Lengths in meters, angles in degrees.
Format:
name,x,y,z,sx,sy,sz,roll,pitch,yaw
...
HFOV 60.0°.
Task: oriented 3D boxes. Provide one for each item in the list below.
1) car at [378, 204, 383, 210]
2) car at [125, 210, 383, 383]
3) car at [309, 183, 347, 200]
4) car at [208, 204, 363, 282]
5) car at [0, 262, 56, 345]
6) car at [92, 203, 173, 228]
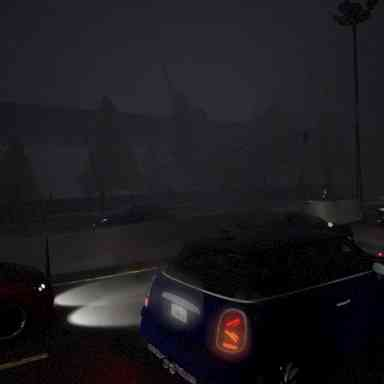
name,x,y,z,sx,sy,sz,roll,pitch,yaw
car,10.679,0.865,15.816,4.902,1.511,2.128,-4,2,-36
car,1.581,1.313,4.907,4.553,1.767,2.097,-1,1,-36
car,14.856,-0.106,36.386,4.553,1.767,2.097,-4,2,-36
car,3.058,1.321,10.295,5.008,1.535,1.882,-3,1,-36
car,-4.314,1.565,4.975,4.181,1.385,1.994,0,0,-35
car,-3.287,1.383,18.907,4.674,1.442,1.812,-2,1,-36
